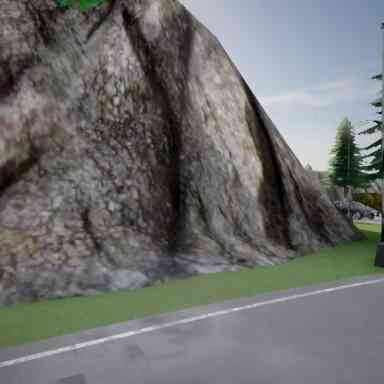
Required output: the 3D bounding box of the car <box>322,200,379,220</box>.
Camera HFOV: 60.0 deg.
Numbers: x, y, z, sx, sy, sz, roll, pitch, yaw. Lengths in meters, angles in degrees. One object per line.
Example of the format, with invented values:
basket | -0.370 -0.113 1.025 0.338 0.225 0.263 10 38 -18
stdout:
car | 13.459 1.491 28.497 2.128 1.511 4.902 0 0 -25
